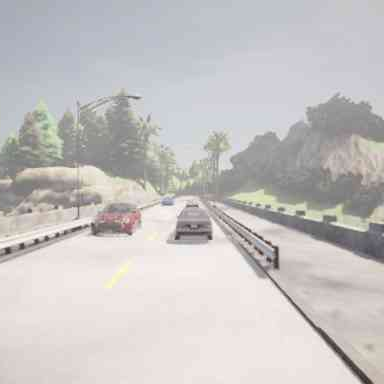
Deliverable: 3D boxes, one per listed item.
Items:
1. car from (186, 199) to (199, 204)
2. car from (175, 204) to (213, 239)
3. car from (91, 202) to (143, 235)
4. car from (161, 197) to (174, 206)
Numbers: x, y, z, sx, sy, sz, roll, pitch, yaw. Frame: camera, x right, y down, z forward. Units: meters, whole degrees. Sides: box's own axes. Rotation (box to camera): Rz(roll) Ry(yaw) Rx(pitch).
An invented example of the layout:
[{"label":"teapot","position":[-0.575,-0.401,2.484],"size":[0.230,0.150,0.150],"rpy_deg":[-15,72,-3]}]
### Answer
[{"label":"car","position":[0.071,1.680,48.595],"size":[1.895,1.301,4.718],"rpy_deg":[0,0,0]},{"label":"car","position":[0.085,1.576,17.408],"size":[2.033,1.411,5.357],"rpy_deg":[0,0,0]},{"label":"car","position":[-4.105,1.381,18.740],"size":[2.097,1.767,4.553],"rpy_deg":[0,0,0]},{"label":"car","position":[-4.048,1.565,56.030],"size":[1.882,1.535,5.008],"rpy_deg":[0,1,0]}]
